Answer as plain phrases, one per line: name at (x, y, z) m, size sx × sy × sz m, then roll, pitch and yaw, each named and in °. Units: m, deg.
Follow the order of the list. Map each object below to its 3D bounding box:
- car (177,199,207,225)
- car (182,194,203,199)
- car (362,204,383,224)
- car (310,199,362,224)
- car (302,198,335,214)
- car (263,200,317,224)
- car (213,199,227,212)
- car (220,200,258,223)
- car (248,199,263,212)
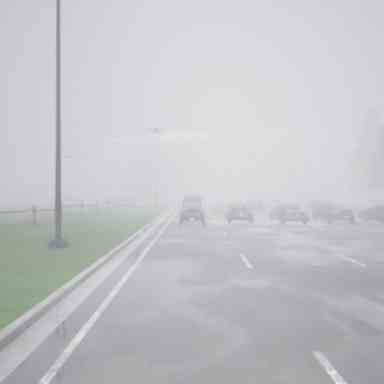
car at (0.019, 1.514, 24.159) m, size 1.837 × 1.490 × 4.892 m, roll 0°, pitch 0°, yaw 0°
car at (0.037, 1.235, 36.627) m, size 2.150 × 2.045 × 5.566 m, roll 0°, pitch 0°, yaw 0°
car at (14.017, 1.555, 23.947) m, size 2.033 × 1.411 × 5.357 m, roll 0°, pitch 0°, yaw 0°
car at (10.526, 1.534, 24.956) m, size 1.812 × 1.442 × 4.674 m, roll 0°, pitch 0°, yaw 0°
car at (14.041, 1.518, 37.144) m, size 1.837 × 1.490 × 4.892 m, roll 0°, pitch 0°, yaw 0°
car at (7.022, 1.555, 24.467) m, size 2.033 × 1.411 × 5.357 m, roll 0°, pitch 0°, yaw 0°
car at (3.551, 1.538, 38.705) m, size 1.812 × 1.442 × 4.674 m, roll 0°, pitch 0°, yaw 0°
car at (3.532, 1.572, 25.815) m, size 1.994 × 1.385 × 4.181 m, roll 0°, pitch 0°, yaw 0°
car at (7.049, 1.504, 38.002) m, size 2.128 × 1.511 × 4.902 m, roll 0°, pitch 0°, yaw 0°
